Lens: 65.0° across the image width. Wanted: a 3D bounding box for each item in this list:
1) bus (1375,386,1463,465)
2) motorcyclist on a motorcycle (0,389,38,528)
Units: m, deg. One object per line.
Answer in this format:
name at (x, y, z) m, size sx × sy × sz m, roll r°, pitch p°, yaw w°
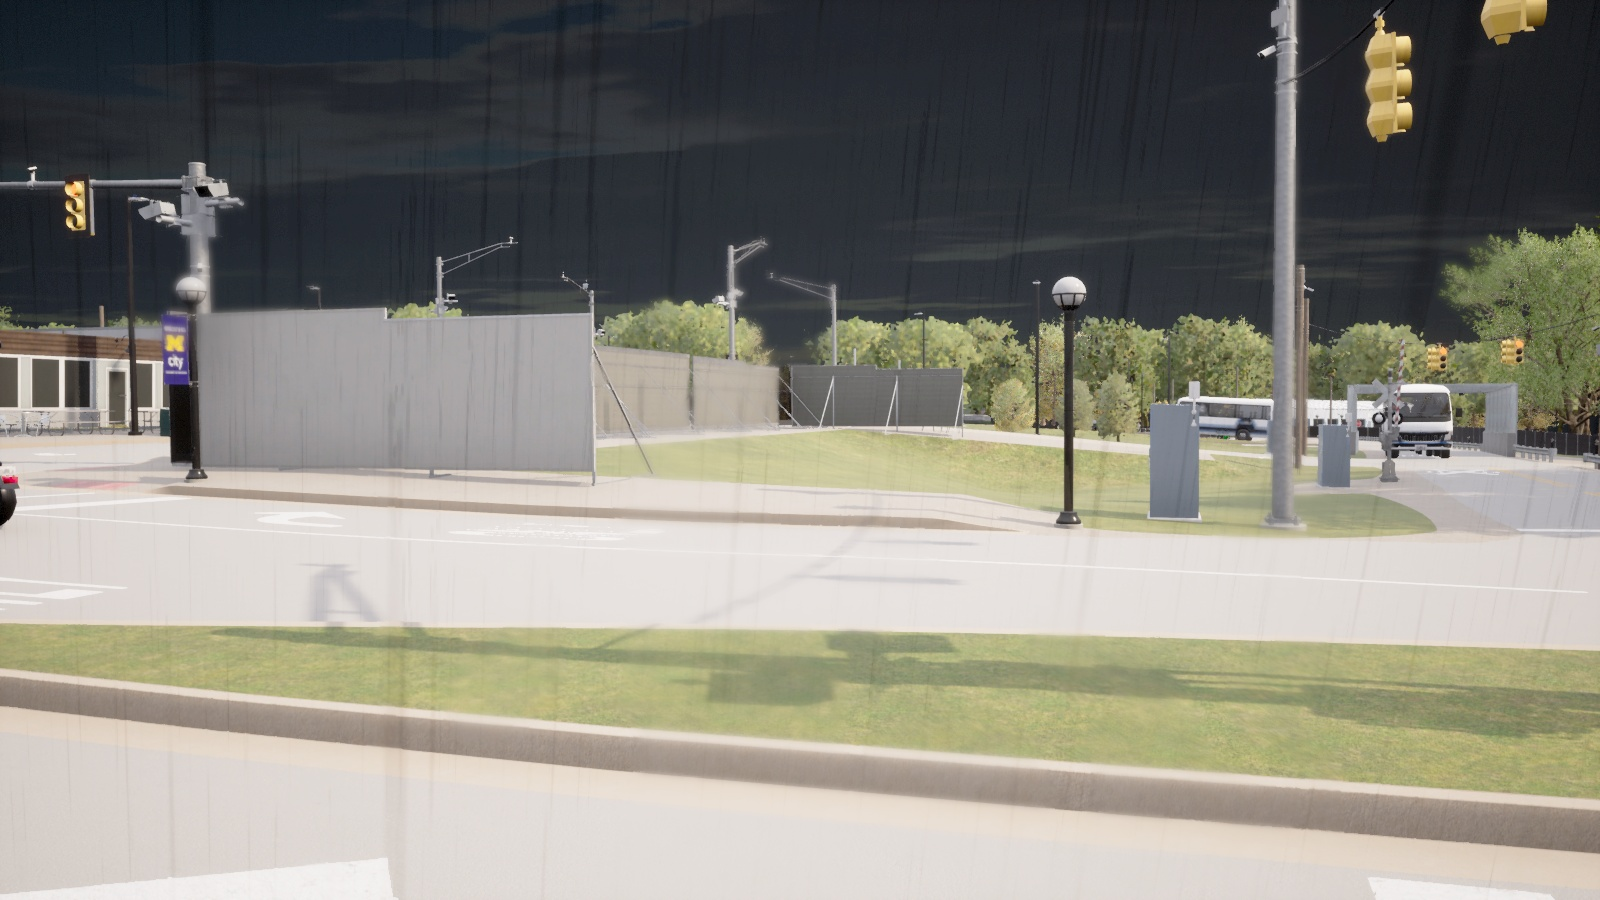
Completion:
bus at (36.188, -1.411, 73.759) m, size 3.944 × 4.253 × 10.273 m, roll 1°, pitch 1°, yaw 23°
motorcyclist on a motorcycle at (-10.608, 0.053, 15.368) m, size 2.350 × 1.649 × 0.766 m, roll 2°, pitch 2°, yaw 15°
